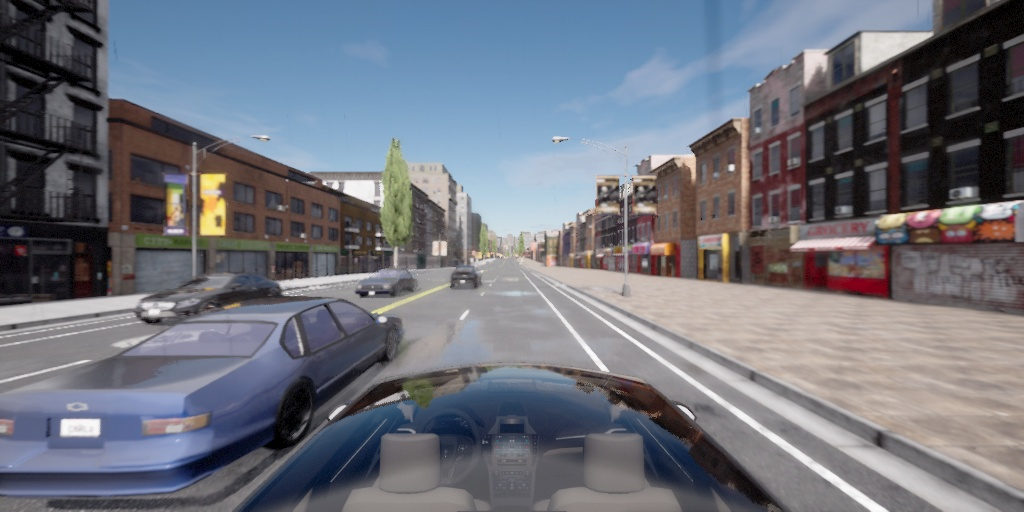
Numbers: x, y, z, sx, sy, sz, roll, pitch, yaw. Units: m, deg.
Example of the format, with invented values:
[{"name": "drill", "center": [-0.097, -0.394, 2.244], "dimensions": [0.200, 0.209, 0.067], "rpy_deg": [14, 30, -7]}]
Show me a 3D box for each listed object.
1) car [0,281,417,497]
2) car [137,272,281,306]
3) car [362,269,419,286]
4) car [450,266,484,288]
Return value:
[{"name": "car", "center": [-3.151, 1.300, 5.129], "dimensions": [2.033, 1.411, 5.357], "rpy_deg": [0, 0, 0]}, {"name": "car", "center": [-9.838, 1.303, 12.201], "dimensions": [1.812, 1.442, 4.674], "rpy_deg": [0, 0, 0]}, {"name": "car", "center": [-6.556, 1.387, 19.477], "dimensions": [2.033, 1.411, 5.357], "rpy_deg": [0, -1, 1]}, {"name": "car", "center": [-3.149, 1.411, 25.291], "dimensions": [1.837, 1.490, 4.892], "rpy_deg": [0, -1, 0]}]
